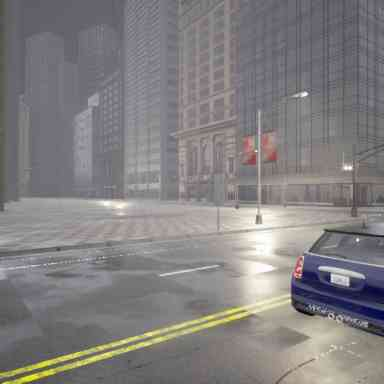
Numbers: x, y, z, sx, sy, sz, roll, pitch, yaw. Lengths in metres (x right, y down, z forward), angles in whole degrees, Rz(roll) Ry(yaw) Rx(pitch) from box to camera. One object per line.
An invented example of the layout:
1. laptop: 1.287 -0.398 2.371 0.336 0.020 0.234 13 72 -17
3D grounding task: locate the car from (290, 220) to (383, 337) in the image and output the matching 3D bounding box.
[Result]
1. car: 3.974 1.352 6.293 4.553 1.767 2.097 0 0 -36
